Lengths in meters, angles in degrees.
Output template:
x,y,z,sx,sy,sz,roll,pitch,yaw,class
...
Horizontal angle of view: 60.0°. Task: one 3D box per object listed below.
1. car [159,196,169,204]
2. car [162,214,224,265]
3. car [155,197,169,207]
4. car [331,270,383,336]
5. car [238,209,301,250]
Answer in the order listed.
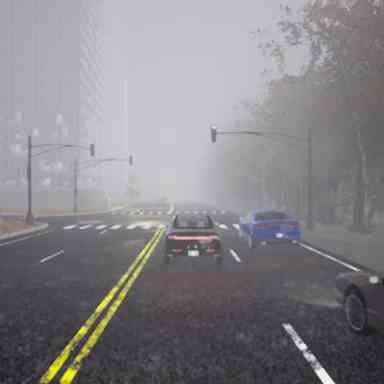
x,y,z,sx,sy,sz,roll,pitch,yaw,class
-5.850,1.684,69.359,1.882,1.535,5.008,0,0,-4,car
0.009,1.521,11.787,2.128,1.511,4.902,0,0,-1,car
-4.900,1.703,53.868,2.033,1.411,5.357,0,0,-3,car
3.509,1.405,3.692,2.033,1.411,5.357,1,-3,-1,car
3.197,1.478,14.551,1.882,1.535,5.008,-3,-2,0,car
